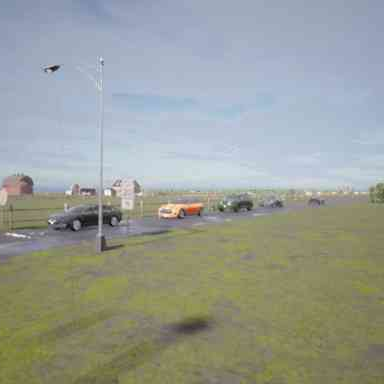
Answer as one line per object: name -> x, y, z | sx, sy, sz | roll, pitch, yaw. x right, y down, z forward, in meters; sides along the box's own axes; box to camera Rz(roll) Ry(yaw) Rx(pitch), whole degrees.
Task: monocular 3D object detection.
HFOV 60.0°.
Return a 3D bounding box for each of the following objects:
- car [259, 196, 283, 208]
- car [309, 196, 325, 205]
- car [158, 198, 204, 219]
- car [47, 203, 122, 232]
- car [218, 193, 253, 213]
car -> 11.124, 1.295, 46.641 | 2.097, 1.767, 4.553 | 1, 0, 34
car -> 21.296, 1.478, 56.666 | 1.837, 1.490, 4.892 | 1, 0, 34
car -> -0.875, 1.305, 28.781 | 2.097, 1.767, 4.553 | 1, 0, 34
car -> -6.428, 1.466, 20.407 | 1.837, 1.490, 4.892 | 1, 0, 32
car -> 5.022, 1.167, 37.596 | 2.150, 2.045, 5.566 | 1, 0, 34
